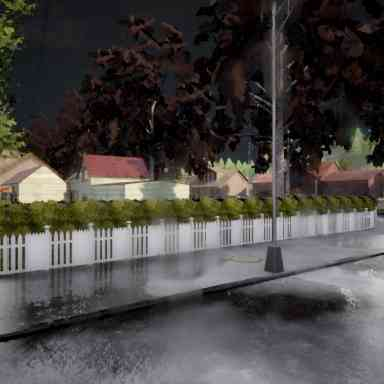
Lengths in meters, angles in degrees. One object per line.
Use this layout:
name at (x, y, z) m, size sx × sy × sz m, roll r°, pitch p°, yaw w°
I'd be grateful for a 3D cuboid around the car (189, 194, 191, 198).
car at (-2.184, 1.221, 57.453) m, size 2.150 × 2.045 × 5.566 m, roll 0°, pitch 0°, yaw -35°

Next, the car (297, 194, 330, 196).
car at (11.835, 1.221, 30.673) m, size 2.150 × 2.045 × 5.566 m, roll 0°, pitch 0°, yaw -36°
